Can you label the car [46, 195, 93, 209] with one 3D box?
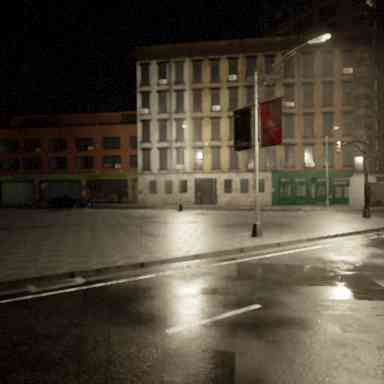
[{"bbox_3d":[-11.684,1.016,31.877,4.181,1.385,1.994,0,1,8],"label":"car"}]
